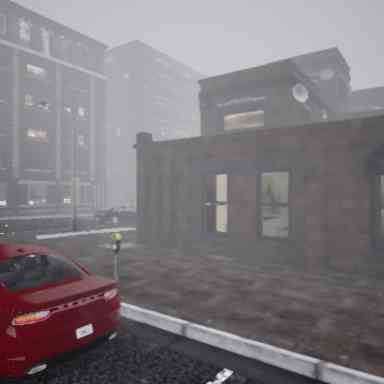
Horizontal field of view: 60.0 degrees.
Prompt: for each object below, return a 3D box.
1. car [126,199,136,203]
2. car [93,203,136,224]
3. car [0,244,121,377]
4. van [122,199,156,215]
[{"bbox_3d":[-4.551,1.576,37.007,2.150,2.045,5.566,0,-1,35],"label":"car"},{"bbox_3d":[-5.516,1.719,25.555,2.008,1.369,4.403,-1,-2,35],"label":"car"},{"bbox_3d":[-3.092,1.498,5.249,4.507,1.381,1.887,1,0,36],"label":"car"},{"bbox_3d":[-6.184,1.710,39.230,1.690,1.788,3.998,-1,-2,35],"label":"van"}]
